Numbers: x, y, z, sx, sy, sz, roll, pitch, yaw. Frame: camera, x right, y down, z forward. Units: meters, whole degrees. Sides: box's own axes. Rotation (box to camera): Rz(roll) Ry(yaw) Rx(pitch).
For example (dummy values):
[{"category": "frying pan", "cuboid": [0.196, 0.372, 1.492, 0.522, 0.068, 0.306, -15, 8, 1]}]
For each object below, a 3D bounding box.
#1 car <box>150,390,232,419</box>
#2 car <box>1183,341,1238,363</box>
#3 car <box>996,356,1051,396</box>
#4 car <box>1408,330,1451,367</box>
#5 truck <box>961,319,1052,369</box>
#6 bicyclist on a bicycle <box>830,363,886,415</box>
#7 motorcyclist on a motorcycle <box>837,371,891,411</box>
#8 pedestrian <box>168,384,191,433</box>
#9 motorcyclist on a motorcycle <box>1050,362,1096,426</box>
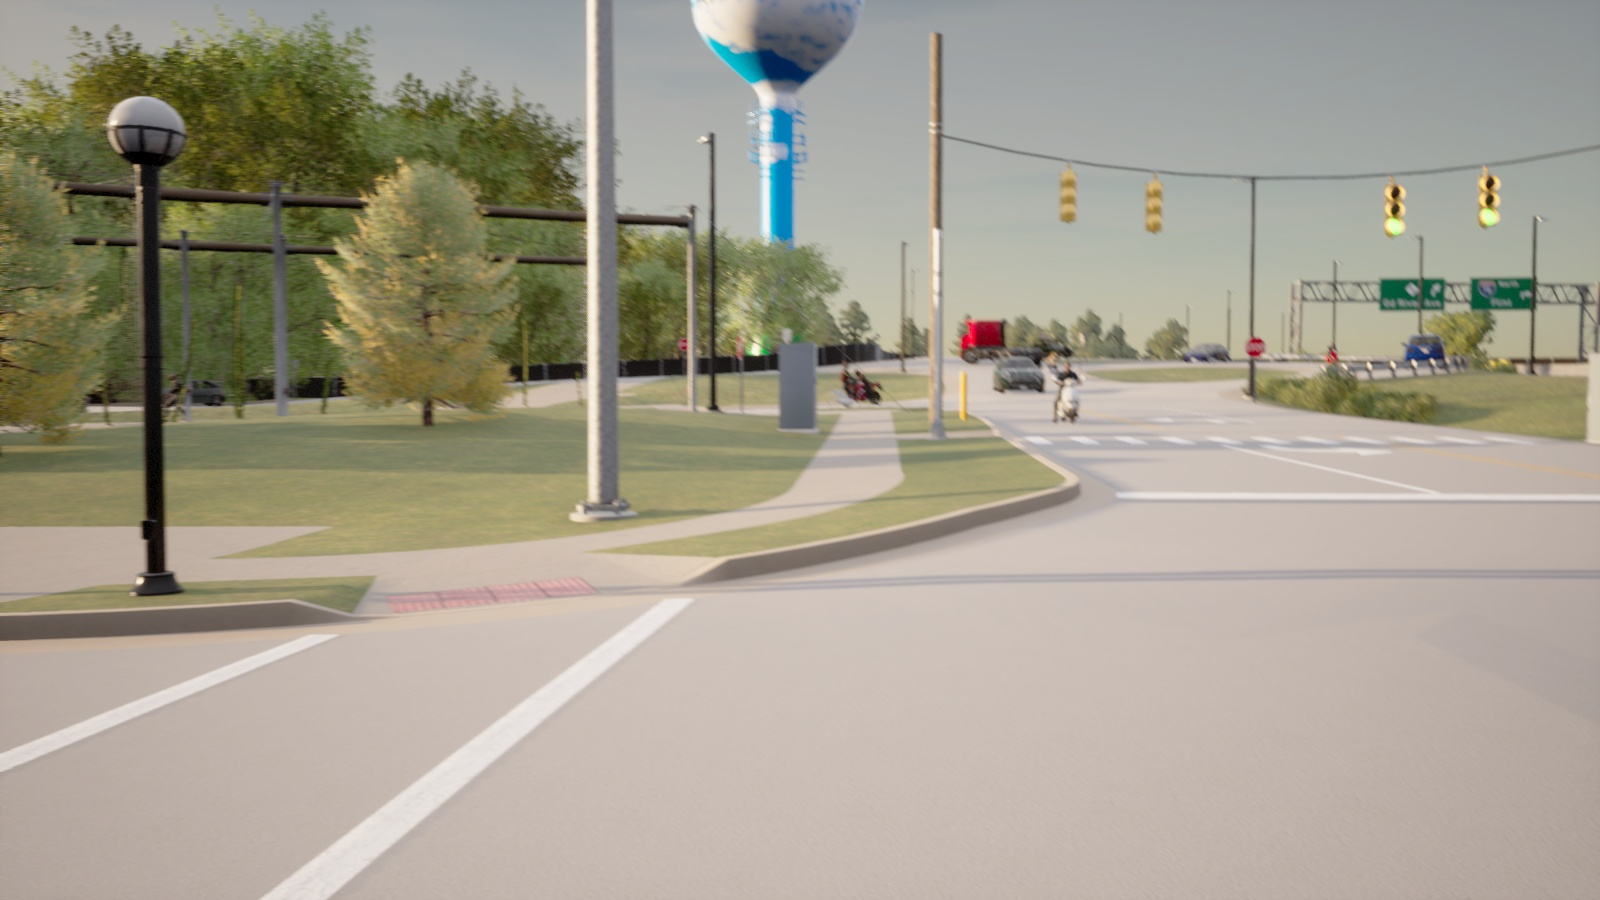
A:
[{"category": "car", "cuboid": [-36.015, -2.702, 74.306, 3.988, 1.617, 1.851, -4, 3, -40]}, {"category": "car", "cuboid": [30.729, -7.340, 93.951, 2.163, 1.488, 4.792, 3, 7, 41]}, {"category": "car", "cuboid": [10.614, -3.579, 59.932, 2.097, 1.767, 4.553, -1, 5, 3]}, {"category": "car", "cuboid": [37.308, -6.065, 74.572, 2.150, 2.045, 5.566, 0, 5, 25]}, {"category": "truck", "cuboid": [15.167, -7.894, 92.942, 2.891, 3.462, 7.936, -3, 6, -23]}, {"category": "bicyclist on a bicycle", "cuboid": [2.109, -2.212, 45.512, 1.843, 1.776, 0.659, -4, 3, -17]}, {"category": "motorcyclist on a motorcycle", "cuboid": [2.624, -2.424, 51.458, 2.044, 1.523, 0.797, -4, 2, -27]}, {"category": "pedestrian", "cuboid": [-23.779, -1.604, 48.144, 0.720, 1.854, 0.376, -2, 2, -23]}, {"category": "motorcyclist on a motorcycle", "cuboid": [7.066, -1.475, 32.564, 0.866, 1.590, 1.817, -1, 4, 2]}]
